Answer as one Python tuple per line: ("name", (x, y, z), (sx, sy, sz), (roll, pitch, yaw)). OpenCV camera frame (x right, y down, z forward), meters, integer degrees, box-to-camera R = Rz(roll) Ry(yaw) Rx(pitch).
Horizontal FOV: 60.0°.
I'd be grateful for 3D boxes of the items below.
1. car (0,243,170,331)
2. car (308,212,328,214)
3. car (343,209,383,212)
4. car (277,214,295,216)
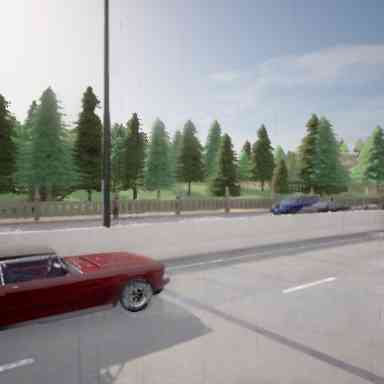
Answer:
("car", (-2.780, 1.621, 6.059), (4.718, 1.301, 1.895), (0, 0, -36))
("car", (11.640, 1.524, 28.947), (5.008, 1.535, 1.882), (0, 0, -30))
("car", (13.695, 1.690, 26.097), (4.718, 1.301, 1.895), (0, 0, -30))
("car", (10.179, 1.335, 32.151), (5.566, 2.045, 2.150), (0, 0, -30))
